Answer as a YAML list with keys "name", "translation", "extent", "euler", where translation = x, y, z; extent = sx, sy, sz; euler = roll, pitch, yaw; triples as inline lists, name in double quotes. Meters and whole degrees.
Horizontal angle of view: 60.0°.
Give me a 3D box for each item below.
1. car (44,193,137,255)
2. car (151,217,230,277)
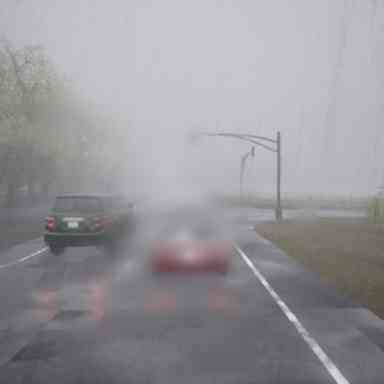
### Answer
- name: "car"
  translation: [-3.532, 1.043, 12.579]
  extent: [2.150, 2.045, 5.566]
  euler: [0, 0, 0]
- name: "car"
  translation: [-0.039, 1.427, 9.815]
  extent: [1.994, 1.385, 4.181]
  euler: [0, 1, 0]
